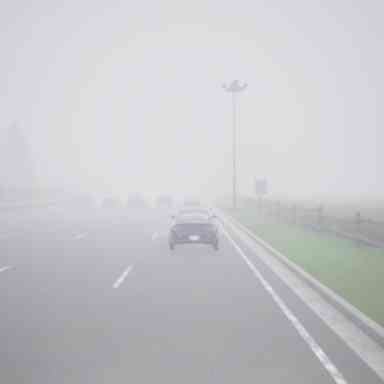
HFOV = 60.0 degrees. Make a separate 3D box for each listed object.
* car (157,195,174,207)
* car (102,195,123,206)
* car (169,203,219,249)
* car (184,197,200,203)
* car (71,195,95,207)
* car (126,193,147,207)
[{"bbox_3d":[-3.467,1.101,42.824,1.837,1.490,4.892,0,1,0],"label":"car"},{"bbox_3d":[-10.468,1.113,43.808,1.812,1.442,4.674,0,1,0],"label":"car"},{"bbox_3d":[0.065,1.395,13.761,1.812,1.442,4.674,0,1,0],"label":"car"},{"bbox_3d":[0.034,1.211,41.281,1.895,1.301,4.718,0,1,0],"label":"car"},{"bbox_3d":[-13.967,1.090,42.713,2.128,1.511,4.902,0,1,0],"label":"car"},{"bbox_3d":[-6.967,0.952,42.466,2.097,1.767,4.553,0,1,0],"label":"car"}]
